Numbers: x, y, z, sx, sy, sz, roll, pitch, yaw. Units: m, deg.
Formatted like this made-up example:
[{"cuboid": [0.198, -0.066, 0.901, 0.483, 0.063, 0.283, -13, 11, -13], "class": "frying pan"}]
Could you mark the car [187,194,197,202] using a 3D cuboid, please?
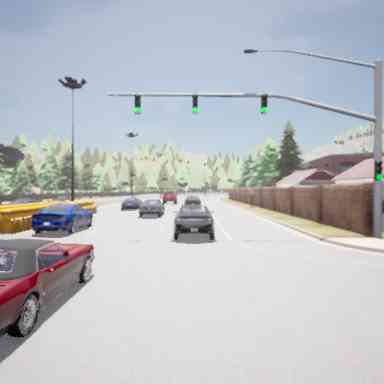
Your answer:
[{"cuboid": [-0.013, 1.113, 64.218, 1.812, 1.442, 4.674, 0, 0, 1], "class": "car"}]

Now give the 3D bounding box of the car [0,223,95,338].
[{"cuboid": [-3.401, 1.558, 6.455, 1.895, 1.301, 4.718, 0, 0, 0], "class": "car"}]

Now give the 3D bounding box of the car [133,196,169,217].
[{"cuboid": [-3.406, 1.361, 28.840, 2.033, 1.411, 5.357, 0, 0, 0], "class": "car"}]

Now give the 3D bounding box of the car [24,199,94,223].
[{"cuboid": [-6.904, 1.359, 18.272, 1.882, 1.535, 5.008, 0, 0, 0], "class": "car"}]

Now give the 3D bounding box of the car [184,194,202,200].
[{"cuboid": [0.092, 1.230, 38.397, 1.882, 1.535, 5.008, 0, 0, 0], "class": "car"}]

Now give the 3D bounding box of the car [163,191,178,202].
[{"cuboid": [-3.500, 0.881, 53.310, 2.150, 2.045, 5.566, 0, 1, 0], "class": "car"}]

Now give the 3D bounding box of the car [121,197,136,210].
[{"cuboid": [-6.908, 1.314, 38.797, 1.994, 1.385, 4.181, 0, 0, 0], "class": "car"}]

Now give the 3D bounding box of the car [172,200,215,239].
[{"cuboid": [0.097, 1.385, 16.524, 2.128, 1.511, 4.902, 0, 0, 0], "class": "car"}]

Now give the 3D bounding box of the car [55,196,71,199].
[{"cuboid": [-17.509, 1.233, 45.414, 1.812, 1.442, 4.674, 0, 0, 0], "class": "car"}]

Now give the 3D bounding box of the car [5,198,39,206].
[{"cuboid": [-17.507, 1.321, 35.090, 2.033, 1.411, 5.357, 0, 0, 0], "class": "car"}]
